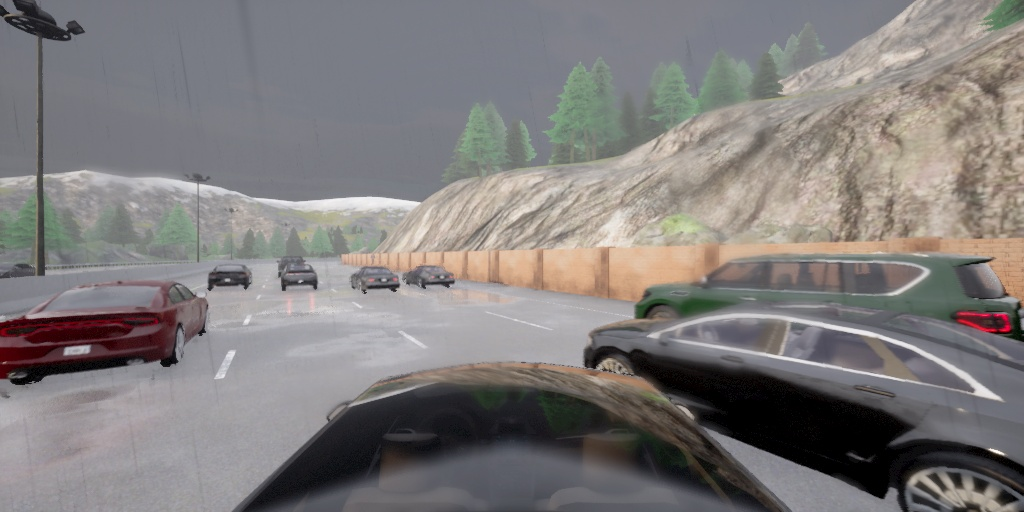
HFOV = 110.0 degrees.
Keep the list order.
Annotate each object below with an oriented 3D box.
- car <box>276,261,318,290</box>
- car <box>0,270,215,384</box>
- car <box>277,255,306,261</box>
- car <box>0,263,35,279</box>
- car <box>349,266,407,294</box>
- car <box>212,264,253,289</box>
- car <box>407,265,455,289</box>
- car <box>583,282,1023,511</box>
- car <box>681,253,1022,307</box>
[{"bbox_3d":[-13.298,1.240,22.330,2.128,1.511,4.902,0,0,-33],"label":"car"},{"bbox_3d":[-7.701,1.227,7.312,1.882,1.535,5.008,0,0,-33],"label":"car"},{"bbox_3d":[-21.027,0.971,34.205,2.150,2.045,5.566,0,0,-33],"label":"car"},{"bbox_3d":[-36.616,1.257,25.840,1.837,1.490,4.892,0,-1,-33],"label":"car"},{"bbox_3d":[-7.954,1.297,20.536,2.033,1.411,5.357,0,0,-33],"label":"car"},{"bbox_3d":[-17.620,1.227,22.554,1.882,1.535,5.008,0,0,-33],"label":"car"},{"bbox_3d":[-5.474,1.297,23.144,2.033,1.411,5.357,0,0,-33],"label":"car"},{"bbox_3d":[2.871,1.241,3.874,2.128,1.511,4.902,0,0,-33],"label":"car"},{"bbox_3d":[5.112,0.971,6.862,2.150,2.045,5.566,0,0,-33],"label":"car"}]
